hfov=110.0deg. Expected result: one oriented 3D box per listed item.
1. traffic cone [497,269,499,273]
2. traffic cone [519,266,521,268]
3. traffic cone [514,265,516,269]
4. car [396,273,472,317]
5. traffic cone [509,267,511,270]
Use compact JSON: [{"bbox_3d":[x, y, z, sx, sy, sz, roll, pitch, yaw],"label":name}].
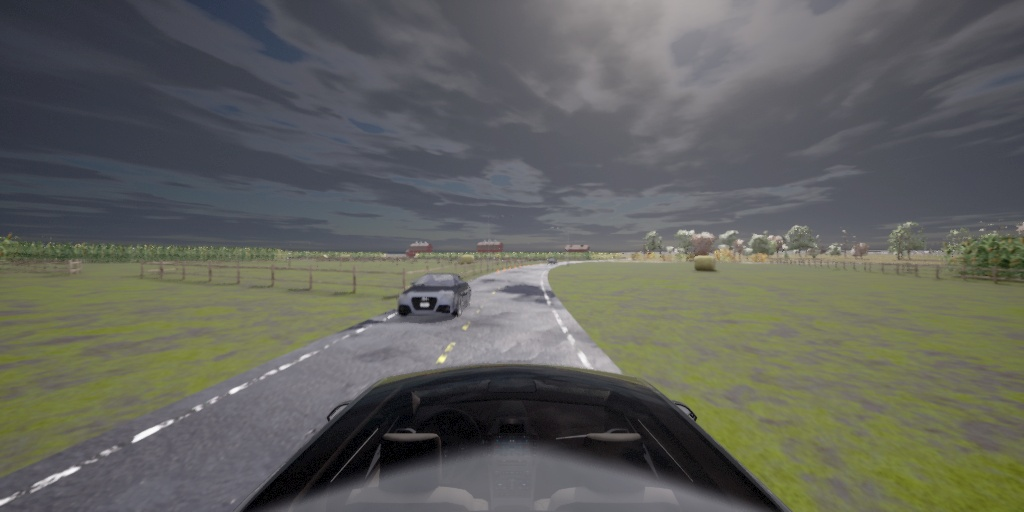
[{"bbox_3d":[-1.610,1.704,41.719,0.340,0.580,0.340,0,0,7],"label":"traffic cone"},{"bbox_3d":[1.385,1.718,61.647,0.340,0.580,0.340,0,0,10],"label":"traffic cone"},{"bbox_3d":[0.519,1.714,56.683,0.340,0.580,0.340,0,0,9],"label":"traffic cone"},{"bbox_3d":[-2.657,1.315,13.108,1.994,1.385,4.181,0,0,2],"label":"car"},{"bbox_3d":[-0.268,1.710,51.707,0.340,0.580,0.340,0,0,9],"label":"traffic cone"}]
